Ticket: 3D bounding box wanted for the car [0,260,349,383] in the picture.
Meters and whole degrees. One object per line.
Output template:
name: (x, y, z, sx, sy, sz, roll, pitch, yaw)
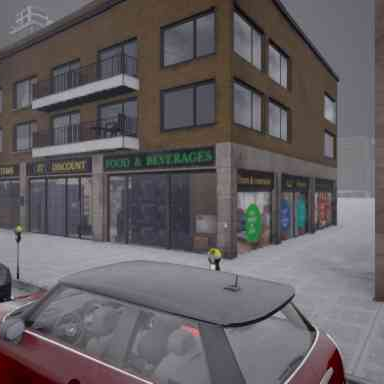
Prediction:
car: (-0.722, 1.440, 3.318, 4.097, 1.590, 1.967, 0, 0, 35)
